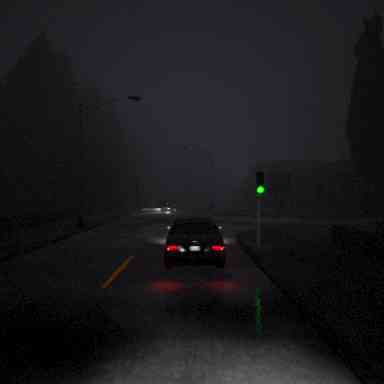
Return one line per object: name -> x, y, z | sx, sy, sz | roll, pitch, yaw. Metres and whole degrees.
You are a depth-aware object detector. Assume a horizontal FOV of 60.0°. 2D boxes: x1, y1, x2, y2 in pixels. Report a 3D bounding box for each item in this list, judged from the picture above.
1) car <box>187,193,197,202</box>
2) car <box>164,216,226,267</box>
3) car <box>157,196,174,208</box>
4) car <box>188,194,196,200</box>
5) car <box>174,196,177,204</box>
car -> -0.014, 1.185, 73.273 | 2.150, 2.045, 5.566 | 0, 0, 0
car -> 0.082, 1.542, 11.343 | 2.033, 1.411, 5.357 | 0, 0, 0
car -> -4.090, 1.579, 49.184 | 1.895, 1.301, 4.718 | 0, 0, 0
car -> -0.016, 1.296, 83.663 | 1.837, 1.490, 4.892 | 0, 0, 0
car -> -4.028, 1.475, 65.112 | 1.837, 1.490, 4.892 | 0, 0, 0
